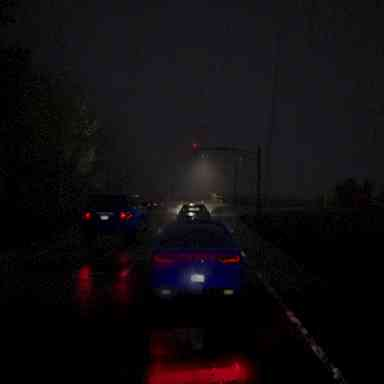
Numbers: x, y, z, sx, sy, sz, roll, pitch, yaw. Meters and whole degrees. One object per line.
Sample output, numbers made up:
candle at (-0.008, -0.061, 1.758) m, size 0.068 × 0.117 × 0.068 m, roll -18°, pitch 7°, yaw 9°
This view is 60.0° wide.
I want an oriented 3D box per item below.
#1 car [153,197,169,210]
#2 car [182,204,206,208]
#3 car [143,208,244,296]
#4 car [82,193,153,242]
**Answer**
car at (-3.387, 1.201, 33.301) m, size 2.033 × 1.411 × 5.357 m, roll 0°, pitch 1°, yaw 0°
car at (0.110, 1.358, 18.173) m, size 2.033 × 1.411 × 5.357 m, roll 0°, pitch 1°, yaw 0°
car at (0.103, 1.389, 8.497) m, size 1.882 × 1.535 × 5.008 m, roll 0°, pitch 1°, yaw 0°
car at (-3.396, 1.059, 15.605) m, size 2.150 × 2.045 × 5.566 m, roll 0°, pitch 1°, yaw 0°
